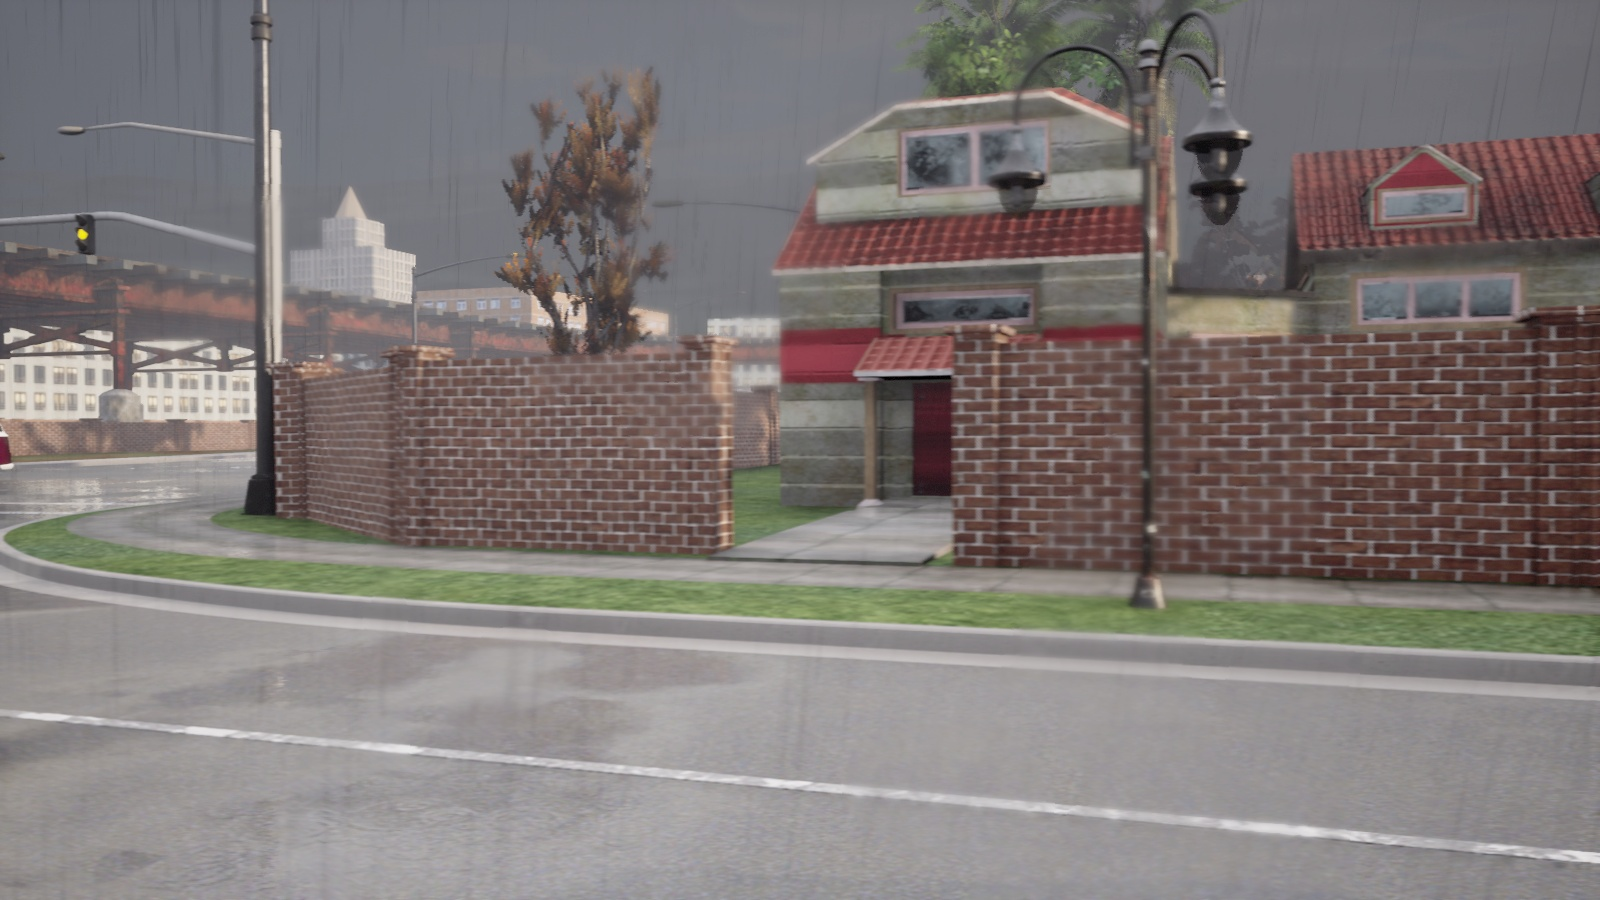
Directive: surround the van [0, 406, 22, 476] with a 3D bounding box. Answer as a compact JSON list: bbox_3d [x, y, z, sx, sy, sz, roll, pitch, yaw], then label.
[{"bbox_3d":[-24.642,-0.230,35.174,2.069,2.038,4.480,1,2,20],"label":"van"}]
